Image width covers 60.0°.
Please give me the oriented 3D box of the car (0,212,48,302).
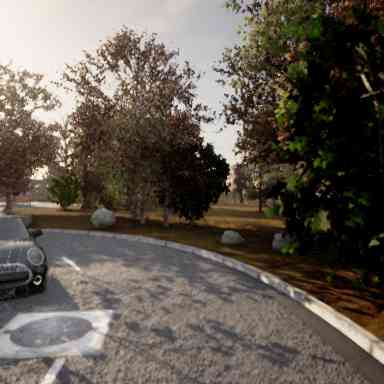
[{"bbox_3d":[-4.824,1.305,7.974,2.097,1.767,4.553,0,0,-31],"label":"car"}]
